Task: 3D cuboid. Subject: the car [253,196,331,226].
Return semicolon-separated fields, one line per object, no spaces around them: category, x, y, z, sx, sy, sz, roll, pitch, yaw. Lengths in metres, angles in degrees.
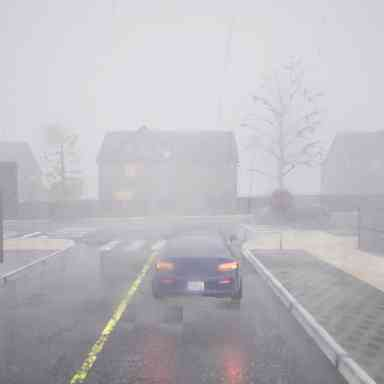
car;6.218;1.143;21.084;4.553;1.767;2.097;-1;1;-4

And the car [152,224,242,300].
car;0.170;1.525;8.276;1.812;1.442;4.674;0;0;3
